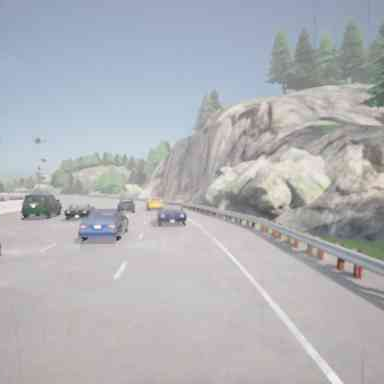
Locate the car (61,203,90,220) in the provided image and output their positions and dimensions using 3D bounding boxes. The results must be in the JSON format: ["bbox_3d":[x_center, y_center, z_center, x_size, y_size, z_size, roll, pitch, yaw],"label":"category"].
[{"bbox_3d":[-9.205,1.571,27.821,1.895,1.301,4.718,0,0,-9],"label":"car"}]

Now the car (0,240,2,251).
[{"bbox_3d":[-7.271,1.524,9.337,1.812,1.442,4.674,0,0,-3],"label":"car"}]

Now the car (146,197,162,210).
[{"bbox_3d":[-4.696,1.414,41.516,1.882,1.535,5.008,0,0,-12],"label":"car"}]

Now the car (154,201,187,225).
[{"bbox_3d":[-1.529,1.562,23.492,1.895,1.301,4.718,0,0,-7],"label":"car"}]

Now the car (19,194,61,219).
[{"bbox_3d":[-12.904,1.197,28.829,2.150,2.045,5.566,0,0,-9],"label":"car"}]

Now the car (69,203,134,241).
[{"bbox_3d":[-4.279,1.527,16.716,2.033,1.411,5.357,0,0,-5],"label":"car"}]

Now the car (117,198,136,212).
[{"bbox_3d":[-7.341,1.441,37.114,2.128,1.511,4.902,0,0,-11],"label":"car"}]
